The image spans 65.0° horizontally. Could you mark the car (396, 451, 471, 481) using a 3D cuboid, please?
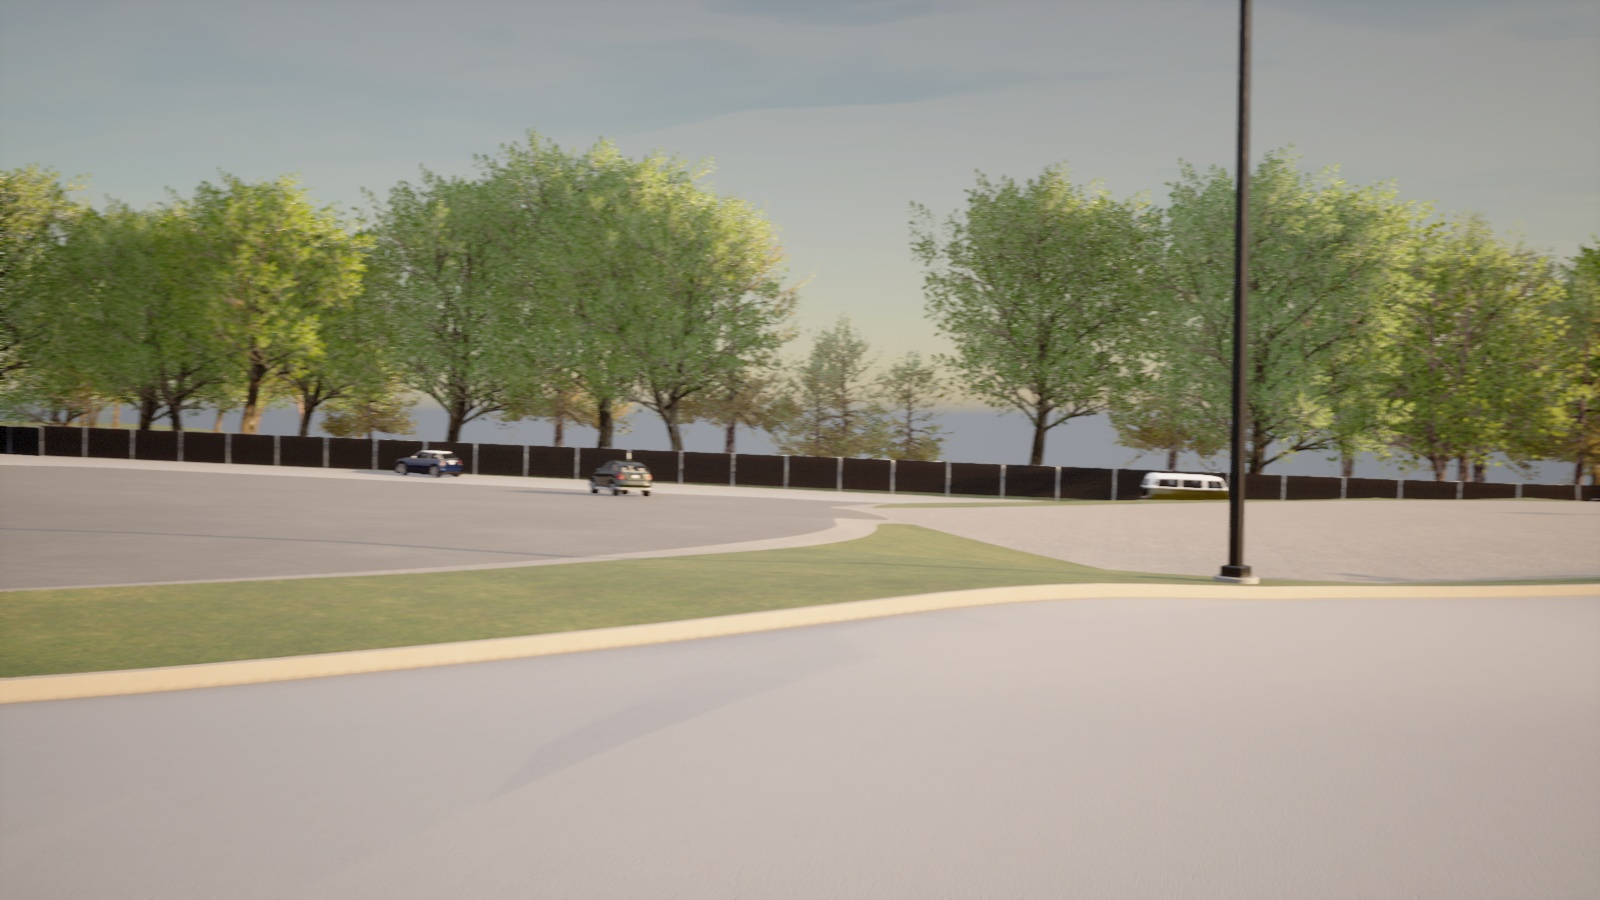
[{"bbox_3d":[-21.307,0.907,73.008,3.806,1.475,1.970,3,2,28],"label":"car"}]

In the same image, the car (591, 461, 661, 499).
[{"bbox_3d":[-7.785,1.307,55.811,1.789,1.549,3.705,2,-1,-30],"label":"car"}]

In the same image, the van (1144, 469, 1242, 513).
[{"bbox_3d":[20.577,2.133,65.860,4.480,2.038,2.069,1,2,2],"label":"van"}]
